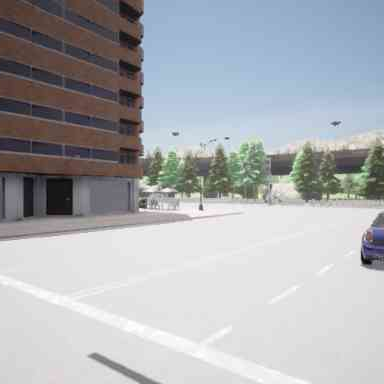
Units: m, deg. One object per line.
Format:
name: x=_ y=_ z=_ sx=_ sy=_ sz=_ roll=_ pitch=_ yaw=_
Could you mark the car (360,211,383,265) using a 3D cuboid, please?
car: x=7.102 y=1.364 z=10.976 sx=2.097 sy=1.767 sz=4.553 roll=0 pitch=0 yaw=38
